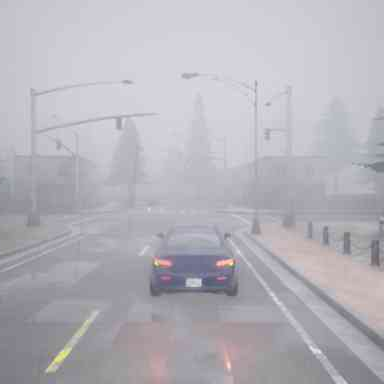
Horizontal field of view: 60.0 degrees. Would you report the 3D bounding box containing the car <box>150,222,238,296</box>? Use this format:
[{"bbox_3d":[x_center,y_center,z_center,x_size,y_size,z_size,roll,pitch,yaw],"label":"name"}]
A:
[{"bbox_3d":[0.047,1.483,8.390,1.812,1.442,4.674,0,0,0],"label":"car"}]

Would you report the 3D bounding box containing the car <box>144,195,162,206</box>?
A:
[{"bbox_3d":[-5.477,1.204,48.023,1.882,1.535,5.008,0,0,-10],"label":"car"}]

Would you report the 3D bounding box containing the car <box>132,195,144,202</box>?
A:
[{"bbox_3d":[-10.049,1.197,63.337,2.033,1.411,5.357,0,0,-22],"label":"car"}]
